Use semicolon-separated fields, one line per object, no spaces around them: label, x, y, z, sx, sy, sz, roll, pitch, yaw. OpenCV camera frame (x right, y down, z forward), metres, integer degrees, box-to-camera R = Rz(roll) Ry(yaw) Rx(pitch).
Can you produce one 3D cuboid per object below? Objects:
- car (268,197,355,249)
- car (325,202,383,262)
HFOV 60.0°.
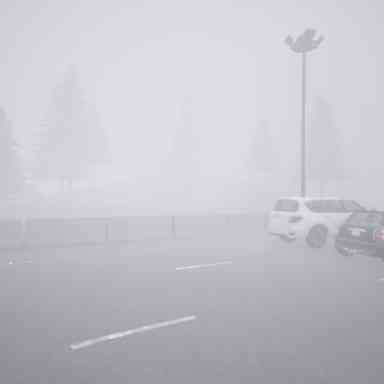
car;6.015;1.216;14.463;5.566;2.045;2.150;0;0;-20
car;7.132;1.307;11.145;4.553;1.767;2.097;0;0;-20
